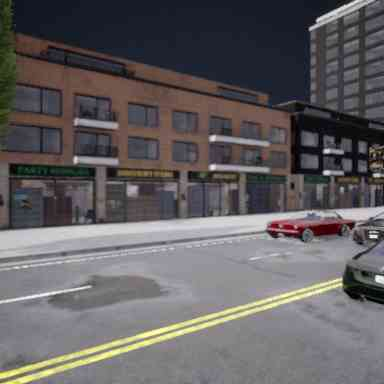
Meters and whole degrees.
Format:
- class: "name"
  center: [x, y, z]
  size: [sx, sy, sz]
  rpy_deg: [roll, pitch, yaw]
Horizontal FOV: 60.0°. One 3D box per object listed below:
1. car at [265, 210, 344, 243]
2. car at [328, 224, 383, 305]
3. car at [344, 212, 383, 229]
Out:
- class: "car"
  center: [5.649, 1.530, 15.692]
  size: [4.718, 1.301, 1.895]
  rpy_deg: [0, 0, -35]
- class: "car"
  center: [5.054, 1.522, 7.041]
  size: [4.181, 1.385, 1.994]
  rpy_deg: [0, 0, -35]
- class: "car"
  center: [8.492, 1.487, 13.726]
  size: [4.181, 1.385, 1.994]
  rpy_deg: [0, 0, -35]
